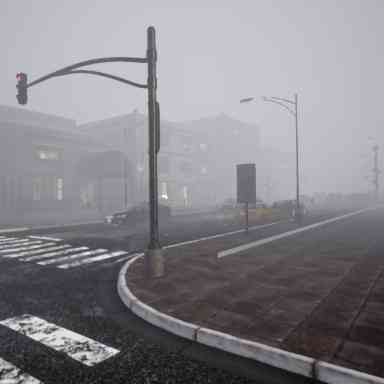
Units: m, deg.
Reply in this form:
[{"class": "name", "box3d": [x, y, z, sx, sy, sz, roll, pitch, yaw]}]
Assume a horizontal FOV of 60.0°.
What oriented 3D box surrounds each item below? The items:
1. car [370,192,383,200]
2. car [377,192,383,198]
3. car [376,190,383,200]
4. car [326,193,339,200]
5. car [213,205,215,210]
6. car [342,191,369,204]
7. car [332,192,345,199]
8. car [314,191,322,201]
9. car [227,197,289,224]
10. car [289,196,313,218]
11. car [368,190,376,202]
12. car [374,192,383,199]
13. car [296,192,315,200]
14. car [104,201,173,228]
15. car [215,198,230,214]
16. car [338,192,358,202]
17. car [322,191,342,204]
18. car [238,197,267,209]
[{"class": "car", "box3d": [36.914, 0.771, 66.398, 1.947, 1.339, 4.313, -1, 0, 36]}, {"class": "car", "box3d": [43.254, 0.652, 75.091, 1.887, 1.381, 4.507, -1, 0, 36]}, {"class": "car", "box3d": [33.654, 0.570, 61.925, 2.192, 1.841, 5.009, -1, 0, 36]}, {"class": "car", "box3d": [30.143, 0.935, 71.333, 1.802, 1.307, 4.206, -1, 0, 36]}, {"class": "car", "box3d": [3.985, 1.290, 35.415, 1.752, 1.417, 4.829, -1, 0, 36]}, {"class": "car", "box3d": [22.927, 0.898, 46.443, 1.882, 1.535, 5.008, -1, 0, 36]}, {"class": "car", "box3d": [33.399, 0.743, 75.805, 1.967, 1.590, 4.097, -1, 0, 36]}, {"class": "car", "box3d": [23.625, 0.769, 62.388, 2.192, 1.841, 5.009, -1, 0, 36]}, {"class": "car", "box3d": [4.441, 1.242, 21.811, 1.752, 1.417, 4.829, -1, 0, 36]}, {"class": "car", "box3d": [7.599, 1.217, 26.146, 2.008, 1.369, 4.403, -1, 0, 36]}, {"class": "car", "box3d": [27.053, 0.860, 52.098, 1.837, 1.490, 4.892, -1, 0, 36]}, {"class": "car", "box3d": [40.171, 0.721, 70.871, 1.947, 1.339, 4.313, -1, 0, 36]}, {"class": "car", "box3d": [15.072, 1.101, 46.125, 1.812, 1.442, 4.674, -1, 0, 37]}, {"class": "car", "box3d": [-3.283, 1.360, 21.034, 2.128, 1.511, 4.902, -1, 0, 37]}, {"class": "car", "box3d": [4.449, 1.345, 31.663, 1.895, 1.301, 4.718, -1, 0, 36]}, {"class": "car", "box3d": [26.651, 0.869, 56.728, 2.128, 1.511, 4.902, -1, 0, 36]}, {"class": "car", "box3d": [21.414, 0.811, 49.532, 2.097, 1.767, 4.553, -1, 0, 36]}, {"class": "car", "box3d": [7.343, 1.293, 40.026, 1.802, 1.307, 4.206, -1, 0, 36]}]
